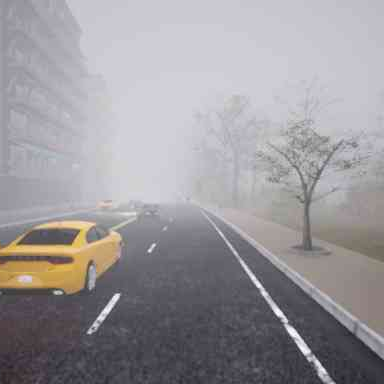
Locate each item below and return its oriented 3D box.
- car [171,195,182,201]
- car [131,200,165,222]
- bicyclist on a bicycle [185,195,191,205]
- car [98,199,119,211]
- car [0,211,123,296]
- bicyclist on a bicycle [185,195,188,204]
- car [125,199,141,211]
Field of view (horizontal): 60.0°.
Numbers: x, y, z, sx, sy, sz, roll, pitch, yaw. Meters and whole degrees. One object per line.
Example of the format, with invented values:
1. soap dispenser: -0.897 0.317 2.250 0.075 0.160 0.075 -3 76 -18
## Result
1. car: -3.671 1.671 85.205 2.033 1.411 5.357 0 0 -6
2. car: -3.299 1.624 26.910 2.033 1.411 5.357 0 0 -1
3. bicyclist on a bicycle: -0.497 1.606 57.587 0.582 1.620 1.656 0 -1 -4
4. car: -10.443 1.597 41.851 1.882 1.535 5.008 0 0 -2
5. car: -3.154 1.503 8.772 1.882 1.535 5.008 0 0 0
6. bicyclist on a bicycle: -1.113 1.544 66.462 0.659 1.776 1.843 0 0 -4
7. car: -7.197 1.611 41.997 2.128 1.511 4.902 0 0 -2
